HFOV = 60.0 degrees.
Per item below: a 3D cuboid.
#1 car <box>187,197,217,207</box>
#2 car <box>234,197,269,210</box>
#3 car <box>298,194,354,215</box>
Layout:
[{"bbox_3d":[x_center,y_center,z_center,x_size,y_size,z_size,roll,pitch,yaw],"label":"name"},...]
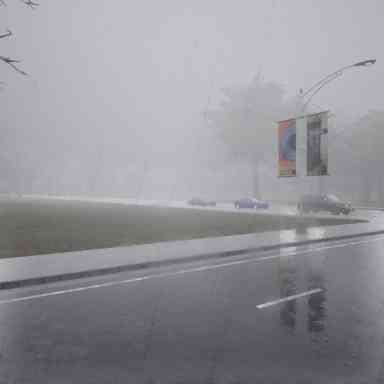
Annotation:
[{"bbox_3d":[1.424,1.482,50.569,2.033,1.411,5.357,0,0,-36],"label":"car"},{"bbox_3d":[7.507,1.443,42.223,1.882,1.535,5.008,0,0,-36],"label":"car"},{"bbox_3d":[13.518,1.223,33.989,2.150,2.045,5.566,0,0,-36],"label":"car"}]
